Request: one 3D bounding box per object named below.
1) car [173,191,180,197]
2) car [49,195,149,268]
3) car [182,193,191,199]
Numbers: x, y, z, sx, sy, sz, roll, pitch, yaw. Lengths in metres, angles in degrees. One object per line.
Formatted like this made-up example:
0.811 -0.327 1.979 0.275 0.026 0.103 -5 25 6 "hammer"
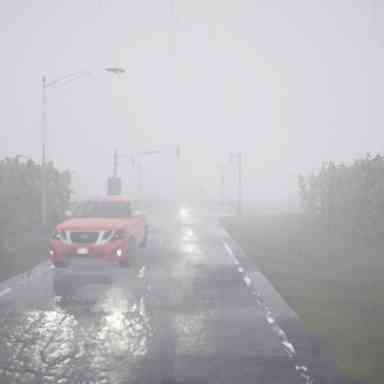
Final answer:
-4.509 0.582 95.143 2.097 1.767 4.553 0 0 -3 "car"
-2.829 1.161 11.420 2.150 2.045 5.566 0 0 0 "car"
-1.527 0.970 91.048 2.097 1.767 4.553 0 0 -3 "car"
